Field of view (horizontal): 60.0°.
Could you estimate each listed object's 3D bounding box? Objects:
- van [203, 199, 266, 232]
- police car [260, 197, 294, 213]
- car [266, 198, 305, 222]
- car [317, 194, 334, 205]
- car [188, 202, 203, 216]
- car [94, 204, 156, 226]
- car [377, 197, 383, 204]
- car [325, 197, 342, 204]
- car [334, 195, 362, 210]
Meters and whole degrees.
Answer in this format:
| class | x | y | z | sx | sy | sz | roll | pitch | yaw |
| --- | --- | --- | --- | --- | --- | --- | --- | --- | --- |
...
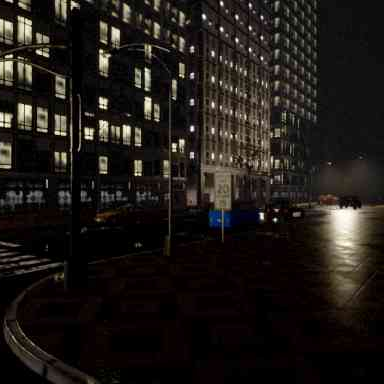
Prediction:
| class | x | y | z | sx | sy | sz | roll | pitch | yaw |
| --- | --- | --- | --- | --- | --- | --- | --- | --- | --- |
| van | 2.668 | 1.368 | 20.217 | 1.690 | 1.788 | 3.998 | 0 | 0 | 38 |
| police car | 9.997 | 1.459 | 38.644 | 1.930 | 1.638 | 5.238 | 0 | 0 | 38 |
| car | 7.628 | 1.472 | 26.848 | 1.967 | 1.590 | 4.097 | 0 | 0 | 38 |
| car | 25.129 | 1.380 | 62.523 | 2.192 | 1.841 | 5.009 | 0 | 0 | 38 |
| car | 1.382 | 1.604 | 31.653 | 1.802 | 1.307 | 4.206 | 0 | 0 | 38 |
| car | -4.723 | 1.540 | 23.928 | 1.752 | 1.417 | 4.829 | 0 | 0 | 38 |
| car | 38.158 | 1.658 | 66.536 | 1.947 | 1.339 | 4.313 | 0 | 0 | 38 |
| car | 28.521 | 1.624 | 66.932 | 2.008 | 1.369 | 4.403 | 0 | 0 | 38 |
| car | 21.197 | 1.368 | 44.488 | 2.192 | 1.841 | 5.009 | 0 | 0 | 38 |
